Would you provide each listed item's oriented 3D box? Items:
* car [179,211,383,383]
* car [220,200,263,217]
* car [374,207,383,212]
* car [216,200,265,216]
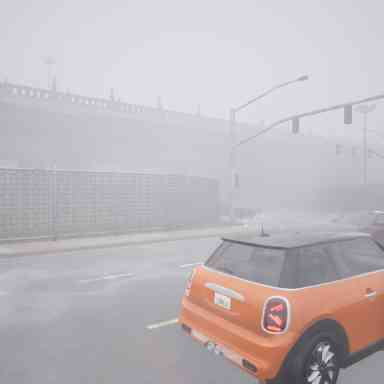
[{"bbox_3d":[2.115,1.352,5.295,4.553,1.767,2.097,0,0,-35],"label":"car"},{"bbox_3d":[3.869,1.560,30.729,1.837,1.490,4.892,0,0,-36],"label":"car"},{"bbox_3d":[6.804,1.481,13.062,5.008,1.535,1.882,0,-1,-32],"label":"car"},{"bbox_3d":[4.996,1.603,35.174,2.033,1.411,5.357,0,0,-35],"label":"car"}]
